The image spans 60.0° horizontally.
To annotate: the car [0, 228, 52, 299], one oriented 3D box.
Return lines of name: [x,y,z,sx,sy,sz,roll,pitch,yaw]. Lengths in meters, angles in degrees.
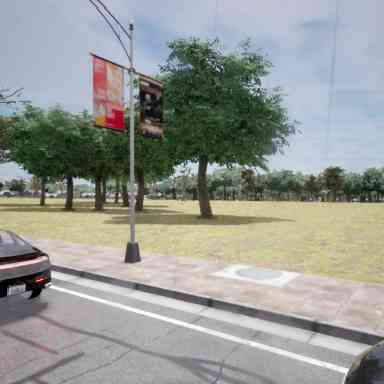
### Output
car: [-5.040,1.515,7.253,4.902,1.511,2.128,0,0,36]

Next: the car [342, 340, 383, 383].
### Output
car: [3.234,1.493,1.368,4.902,1.511,2.128,0,0,36]
